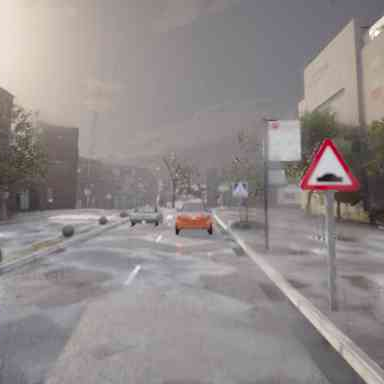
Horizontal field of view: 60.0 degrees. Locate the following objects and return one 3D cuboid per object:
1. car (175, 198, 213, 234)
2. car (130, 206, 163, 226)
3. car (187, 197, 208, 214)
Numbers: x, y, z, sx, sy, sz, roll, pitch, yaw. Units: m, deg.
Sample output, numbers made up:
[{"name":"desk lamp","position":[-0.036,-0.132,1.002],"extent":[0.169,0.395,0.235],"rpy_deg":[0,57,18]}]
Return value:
[{"name":"car","position":[0.096,1.419,20.000],"extent":[2.097,1.767,4.553],"rpy_deg":[0,0,0]},{"name":"car","position":[-3.155,1.679,23.942],"extent":[1.895,1.301,4.718],"rpy_deg":[0,0,0]},{"name":"car","position":[0.671,1.440,37.322],"extent":[1.882,1.535,5.008],"rpy_deg":[-1,1,7]}]
